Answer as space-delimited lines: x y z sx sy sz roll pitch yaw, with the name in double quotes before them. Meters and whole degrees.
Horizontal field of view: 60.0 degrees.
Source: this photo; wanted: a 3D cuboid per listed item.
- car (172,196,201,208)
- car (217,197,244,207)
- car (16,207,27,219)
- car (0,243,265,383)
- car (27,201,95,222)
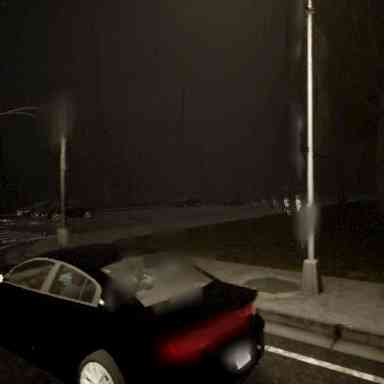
"car" -0.674 1.377 45.161 1.882 1.535 5.008 0 0 35
"car" 5.696 1.418 48.565 2.033 1.411 5.357 0 0 35
"car" -12.452 1.494 28.321 1.812 1.442 4.674 0 0 35
"car" -1.482 1.479 4.747 5.008 1.535 1.882 0 0 37
"car" -9.947 1.460 26.234 1.837 1.490 4.892 0 0 35
